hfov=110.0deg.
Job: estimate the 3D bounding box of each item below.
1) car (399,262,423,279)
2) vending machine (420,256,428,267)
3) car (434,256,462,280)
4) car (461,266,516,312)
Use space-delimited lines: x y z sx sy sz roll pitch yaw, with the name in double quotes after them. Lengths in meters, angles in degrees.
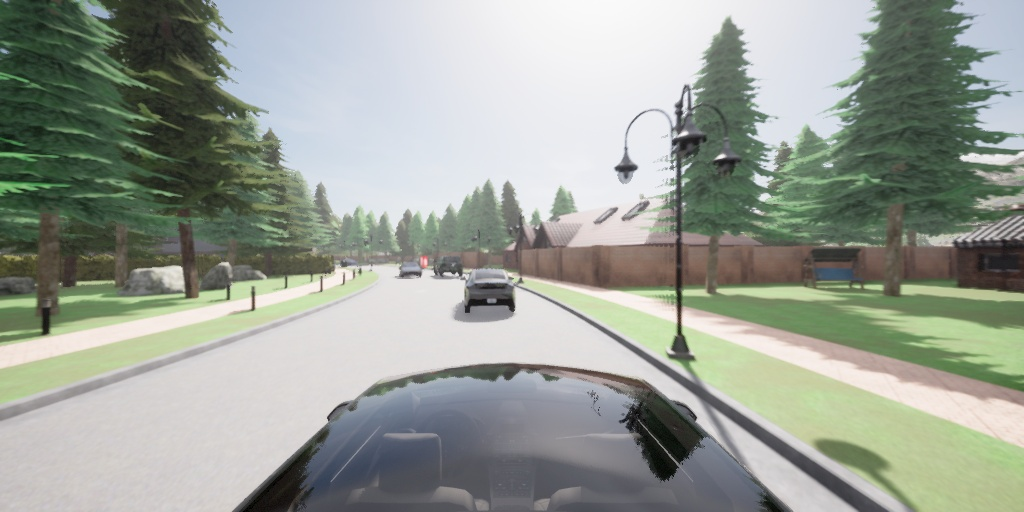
-9.595 1.311 33.782 2.033 1.411 5.357 0 0 -20 "car"
-14.648 0.961 59.750 1.100 2.100 0.880 0 0 -34 "vending machine"
-6.418 0.972 35.768 2.150 2.045 5.566 0 0 -21 "car"
-0.989 1.250 14.379 1.837 1.490 4.892 0 0 -7 "car"
